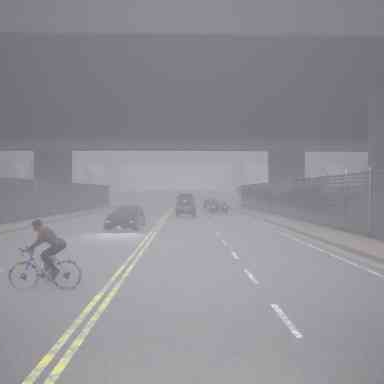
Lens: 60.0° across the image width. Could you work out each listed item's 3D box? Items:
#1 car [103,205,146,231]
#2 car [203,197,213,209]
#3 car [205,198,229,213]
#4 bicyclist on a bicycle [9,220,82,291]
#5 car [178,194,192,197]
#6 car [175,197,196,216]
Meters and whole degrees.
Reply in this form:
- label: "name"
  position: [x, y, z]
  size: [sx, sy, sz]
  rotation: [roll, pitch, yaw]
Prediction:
- label: "car"
  position: [-4.037, 1.548, 20.842]
  size: [2.033, 1.411, 5.357]
  rotation: [0, 0, -1]
- label: "car"
  position: [2.561, 1.478, 46.455]
  size: [1.882, 1.535, 5.008]
  rotation: [0, 0, -1]
- label: "car"
  position: [2.796, 1.601, 36.426]
  size: [1.895, 1.301, 4.718]
  rotation: [0, 0, -1]
- label: "bicyclist on a bicycle"
  position: [-3.362, 1.454, 7.601]
  size: [1.656, 1.620, 0.582]
  rotation: [-1, 0, -1]
- label: "car"
  position: [-0.865, 1.221, 43.057]
  size: [2.150, 2.045, 5.566]
  rotation: [0, 0, -1]
- label: "car"
  position: [-0.601, 1.492, 31.902]
  size: [2.128, 1.511, 4.902]
  rotation: [0, 0, -1]
